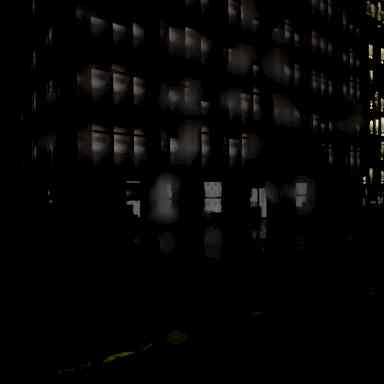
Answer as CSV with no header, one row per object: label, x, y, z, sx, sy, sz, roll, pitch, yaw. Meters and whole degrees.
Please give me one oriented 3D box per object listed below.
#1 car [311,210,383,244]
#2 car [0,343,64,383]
car,7.474,1.542,15.764,4.507,1.381,1.887,0,-1,-35
car,-3.033,1.478,1.161,5.008,1.535,1.882,0,0,-35
